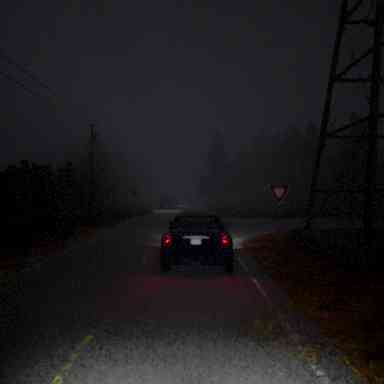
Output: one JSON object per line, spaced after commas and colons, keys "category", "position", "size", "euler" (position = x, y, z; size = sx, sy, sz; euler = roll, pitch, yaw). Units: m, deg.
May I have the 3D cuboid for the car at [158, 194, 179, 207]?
{"category": "car", "position": [-3.296, 1.328, 45.496], "size": [2.150, 2.045, 5.566], "euler": [0, 0, 0]}

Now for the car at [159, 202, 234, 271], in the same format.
{"category": "car", "position": [0.255, 1.378, 11.173], "size": [2.097, 1.767, 4.553], "euler": [0, 0, 4]}

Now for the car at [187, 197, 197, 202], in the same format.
{"category": "car", "position": [-0.014, 1.683, 68.556], "size": [1.812, 1.442, 4.674], "euler": [0, 0, 0]}
